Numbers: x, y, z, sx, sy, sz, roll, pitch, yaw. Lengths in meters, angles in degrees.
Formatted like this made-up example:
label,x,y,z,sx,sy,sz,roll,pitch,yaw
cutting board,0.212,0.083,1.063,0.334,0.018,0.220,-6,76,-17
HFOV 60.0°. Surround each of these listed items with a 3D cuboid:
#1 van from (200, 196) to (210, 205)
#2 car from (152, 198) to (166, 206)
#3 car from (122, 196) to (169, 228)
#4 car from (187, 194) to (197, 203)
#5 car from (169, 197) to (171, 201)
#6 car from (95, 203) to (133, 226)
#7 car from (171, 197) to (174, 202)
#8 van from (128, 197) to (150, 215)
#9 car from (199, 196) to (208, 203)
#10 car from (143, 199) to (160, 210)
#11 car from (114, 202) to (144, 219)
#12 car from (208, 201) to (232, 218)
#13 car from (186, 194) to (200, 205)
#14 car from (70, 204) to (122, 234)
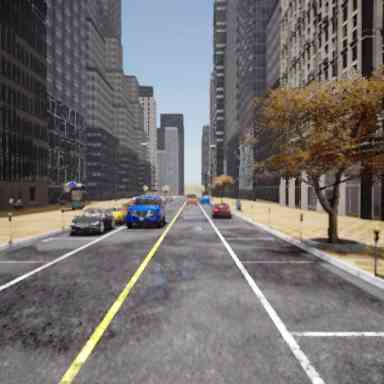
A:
label,x,y,z,sx,sy,sz,roll,pitch,yaw
van,2.644,1.582,64.493,1.690,1.788,3.998,-1,0,0
car,-5.729,1.767,58.863,2.008,1.369,4.403,-1,0,0
car,-3.033,1.301,22.946,2.150,2.045,5.566,0,-1,0
car,-0.034,1.400,74.006,2.150,2.045,5.566,0,0,0
car,-5.732,1.791,64.487,2.008,1.369,4.403,-1,0,0
car,-5.714,1.607,24.943,1.752,1.417,4.829,-1,0,0
car,-5.742,1.896,86.987,2.008,1.369,4.403,-1,0,0
van,-5.722,1.466,36.362,1.690,1.788,3.998,-1,0,0
car,2.641,1.732,75.742,1.967,1.590,4.097,-1,0,0
car,-5.724,1.714,47.612,1.887,1.381,4.507,-1,0,0
car,-5.716,1.648,30.737,1.887,1.381,4.507,-1,0,0
car,2.665,1.686,30.742,1.802,1.307,4.206,-1,0,0
car,-0.029,1.589,63.683,2.097,1.767,4.553,0,0,0
car,-5.711,1.613,19.487,2.008,1.369,4.403,-1,0,0
